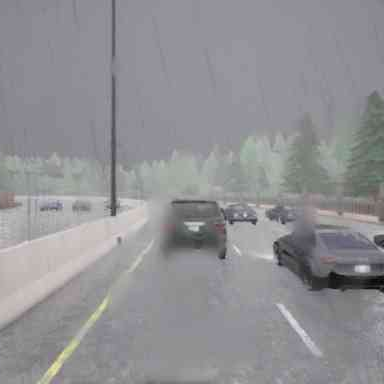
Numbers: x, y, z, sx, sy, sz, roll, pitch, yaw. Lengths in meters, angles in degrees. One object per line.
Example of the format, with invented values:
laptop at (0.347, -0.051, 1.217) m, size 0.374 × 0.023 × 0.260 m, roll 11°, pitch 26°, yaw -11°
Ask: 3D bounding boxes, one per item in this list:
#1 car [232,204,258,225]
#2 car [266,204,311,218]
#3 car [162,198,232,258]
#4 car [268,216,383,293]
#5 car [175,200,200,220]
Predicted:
car at (3.349, 1.547, 23.991) m, size 2.033 × 1.411 × 5.357 m, roll 0°, pitch 0°, yaw -2°
car at (6.853, 1.547, 23.996) m, size 2.033 × 1.411 × 5.357 m, roll 0°, pitch 0°, yaw -2°
car at (0.081, 1.220, 12.828) m, size 2.150 × 2.045 × 5.566 m, roll 0°, pitch 0°, yaw 0°
car at (3.560, 1.564, 8.919) m, size 1.994 × 1.385 × 4.181 m, roll 0°, pitch 0°, yaw 0°
car at (-0.511, 1.504, 29.149) m, size 1.837 × 1.490 × 4.892 m, roll 0°, pitch 0°, yaw -5°
